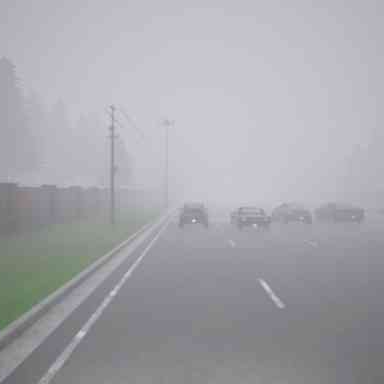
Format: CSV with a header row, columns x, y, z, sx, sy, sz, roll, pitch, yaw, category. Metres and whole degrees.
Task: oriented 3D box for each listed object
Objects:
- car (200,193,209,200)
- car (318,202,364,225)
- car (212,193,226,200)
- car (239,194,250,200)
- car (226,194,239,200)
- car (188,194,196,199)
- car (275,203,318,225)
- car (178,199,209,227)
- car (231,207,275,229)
x,y,z,sx,sy,sz,roll,pitch,yaw,category
3.533,1.455,87.968,1.837,1.490,4.892,0,0,0,car
10.609,1.467,24.337,1.882,1.535,5.008,0,0,0,car
7.033,1.180,87.996,2.150,2.045,5.566,0,0,0,car
14.033,1.455,87.964,1.837,1.490,4.892,0,0,0,car
10.533,1.551,88.412,1.895,1.301,4.718,0,0,0,car
0.033,1.310,88.322,2.097,1.767,4.553,0,0,0,car
7.096,1.515,23.846,1.812,1.442,4.674,0,0,0,car
0.109,1.495,22.810,1.837,1.490,4.892,0,0,0,car
3.608,1.592,21.278,1.895,1.301,4.718,0,0,0,car
